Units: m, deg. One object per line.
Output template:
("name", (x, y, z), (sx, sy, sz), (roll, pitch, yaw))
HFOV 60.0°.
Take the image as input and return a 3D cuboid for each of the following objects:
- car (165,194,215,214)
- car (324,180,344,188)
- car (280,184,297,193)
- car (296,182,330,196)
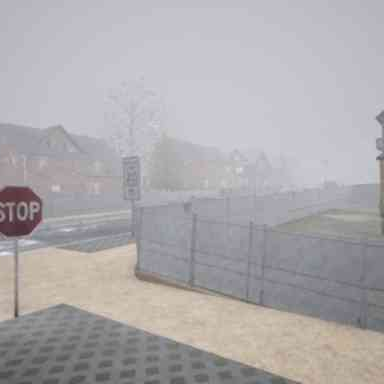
("car", (0.008, 0.868, 25.147), (1.895, 1.301, 4.718), (-1, 1, 36))
("car", (20.599, -0.647, 48.339), (2.150, 2.045, 5.566), (-1, 1, 36))
("car", (12.983, -0.158, 42.687), (2.097, 1.767, 4.553), (-1, 1, 37))
("car", (14.708, -0.047, 40.247), (1.882, 1.535, 5.008), (-1, 1, 37))
